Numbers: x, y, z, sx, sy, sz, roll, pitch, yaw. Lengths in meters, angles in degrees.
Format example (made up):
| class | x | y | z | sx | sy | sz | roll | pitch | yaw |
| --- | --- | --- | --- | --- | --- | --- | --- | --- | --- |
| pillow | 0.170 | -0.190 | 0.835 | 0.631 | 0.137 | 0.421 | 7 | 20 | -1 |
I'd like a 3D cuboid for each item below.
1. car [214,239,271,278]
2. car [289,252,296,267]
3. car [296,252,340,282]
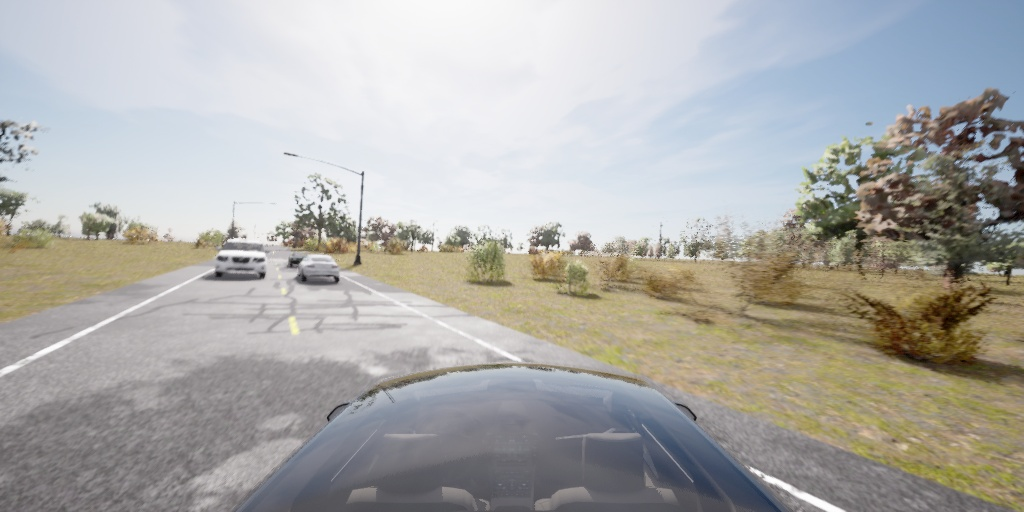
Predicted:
| class | x | y | z | sx | sy | sz | roll | pitch | yaw |
| --- | --- | --- | --- | --- | --- | --- | --- | --- | --- |
| car | -15.137 | 0.082 | 20.284 | 2.150 | 2.045 | 5.566 | 3 | 0 | -34 |
| car | -18.722 | 0.257 | 31.909 | 1.895 | 1.301 | 4.718 | 3 | 0 | -33 |
| car | -11.147 | 0.624 | 20.709 | 1.812 | 1.442 | 4.674 | 3 | 0 | -34 |
